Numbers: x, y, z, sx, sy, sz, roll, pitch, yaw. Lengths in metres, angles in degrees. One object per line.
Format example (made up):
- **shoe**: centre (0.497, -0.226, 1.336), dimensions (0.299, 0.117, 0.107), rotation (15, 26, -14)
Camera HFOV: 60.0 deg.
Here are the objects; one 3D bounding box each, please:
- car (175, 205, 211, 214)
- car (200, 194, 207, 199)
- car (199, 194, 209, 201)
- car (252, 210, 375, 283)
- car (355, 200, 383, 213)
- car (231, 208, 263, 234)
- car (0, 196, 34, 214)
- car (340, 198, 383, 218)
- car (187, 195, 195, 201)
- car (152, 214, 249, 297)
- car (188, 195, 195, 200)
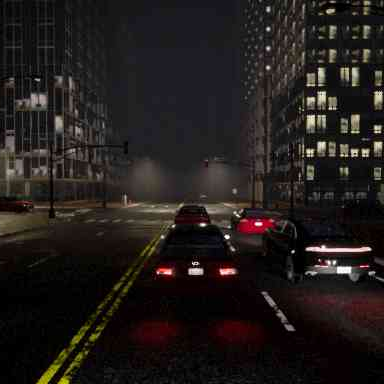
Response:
- **car**: centre (0.059, 1.468, 18.585), dimensions (1.882, 1.535, 5.008), rotation (0, 0, 1)
- **car**: centre (3.026, 1.266, 91.407), dimensions (1.812, 1.442, 4.674), rotation (0, 0, 0)
- **car**: centre (3.051, 1.513, 81.434), dimensions (1.895, 1.301, 4.718), rotation (0, 0, 0)
- **car**: centre (3.325, 1.487, 9.679), dimensions (2.128, 1.511, 4.902), rotation (0, 0, 0)
- **car**: centre (21.716, 1.643, 38.532), dimensions (4.829, 1.417, 1.752), rotation (1, 0, 1)
- **car**: centre (3.304, 1.554, 18.480), dimensions (1.994, 1.385, 4.181), rotation (0, 0, 0)
- **car**: centre (-18.289, 1.206, 33.294), dimensions (4.553, 1.767, 2.097), rotation (1, 1, 1)
- **car**: centre (16.128, 1.519, 30.232), dimensions (5.009, 1.841, 2.192), rotation (1, 0, 1)
- **car**: centre (-0.203, 1.519, 82.776), dimensions (1.895, 1.301, 4.718), rotation (0, 0, 0)
- **car**: centre (0.080, 1.544, 8.764), dimensions (2.033, 1.411, 5.357), rotation (0, 0, 0)
- **car**: centre (-0.228, 1.459, 92.866), dimensions (1.994, 1.385, 4.181), rotation (0, 0, 0)
